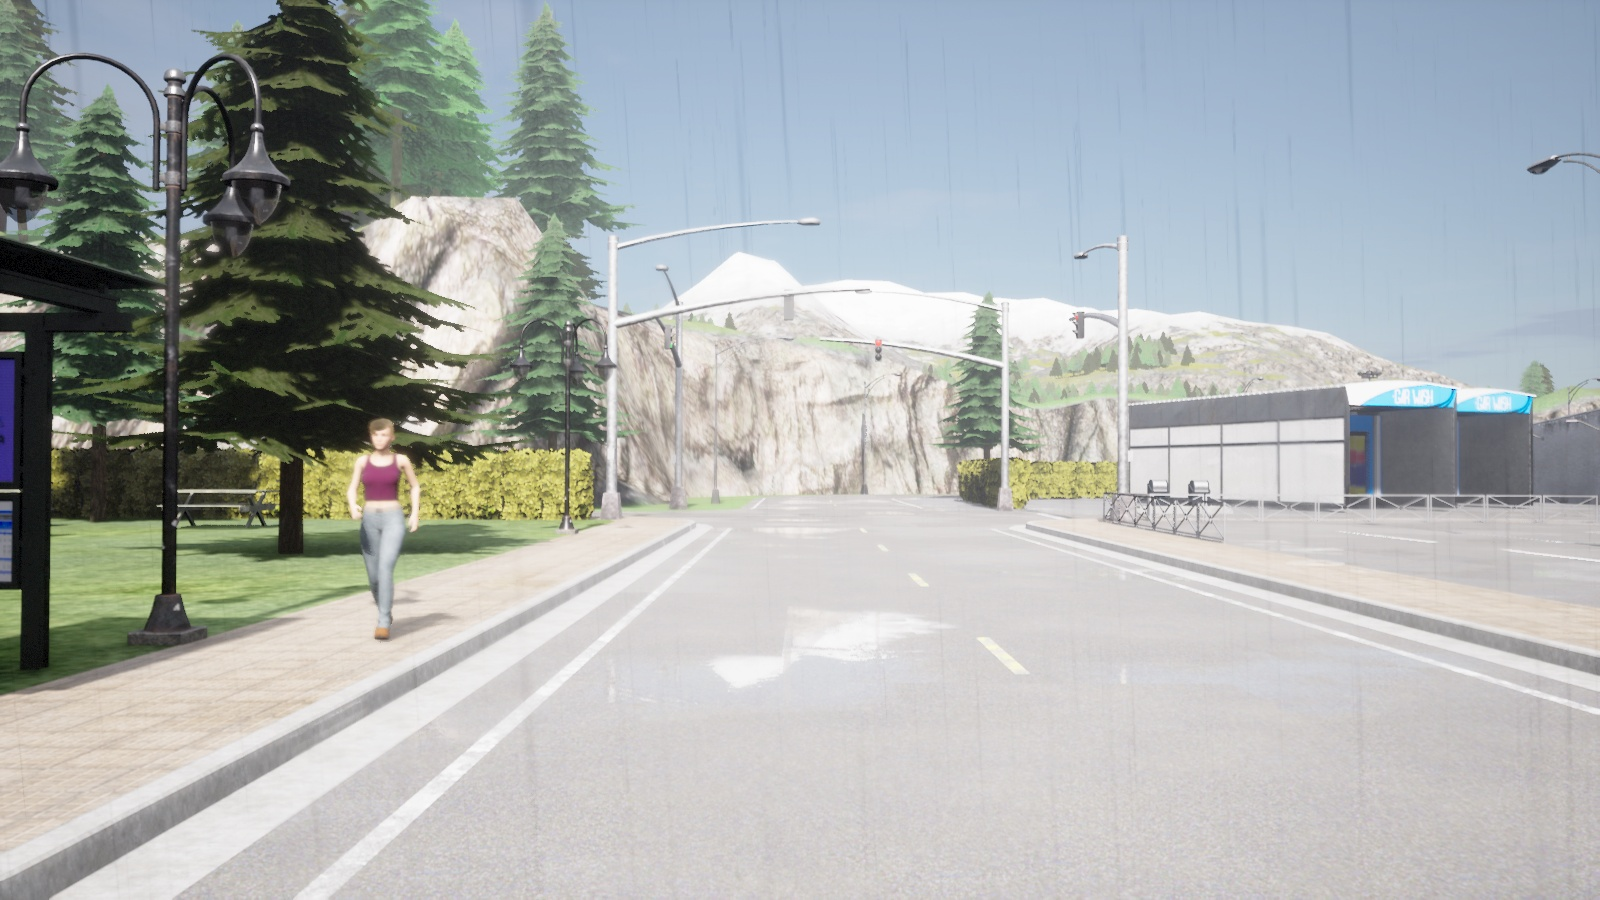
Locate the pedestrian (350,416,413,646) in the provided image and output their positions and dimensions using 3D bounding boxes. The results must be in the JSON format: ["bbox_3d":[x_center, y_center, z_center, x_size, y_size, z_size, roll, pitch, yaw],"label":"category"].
[{"bbox_3d":[-3.438,0.647,10.342,0.345,1.836,0.594,0,-1,-2],"label":"pedestrian"}]
